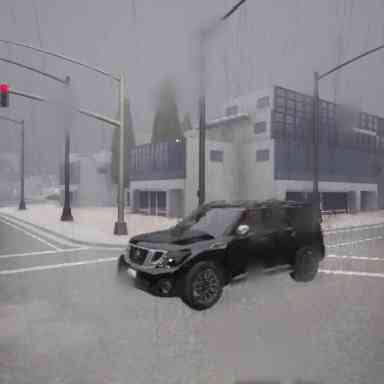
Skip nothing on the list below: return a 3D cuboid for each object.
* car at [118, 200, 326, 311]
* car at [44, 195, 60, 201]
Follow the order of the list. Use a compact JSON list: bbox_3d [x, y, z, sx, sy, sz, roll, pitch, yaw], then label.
[{"bbox_3d":[1.035,1.245,8.177,5.566,2.045,2.150,0,0,-37],"label":"car"},{"bbox_3d":[-33.797,1.425,80.237,4.892,1.490,1.837,0,0,39],"label":"car"}]
